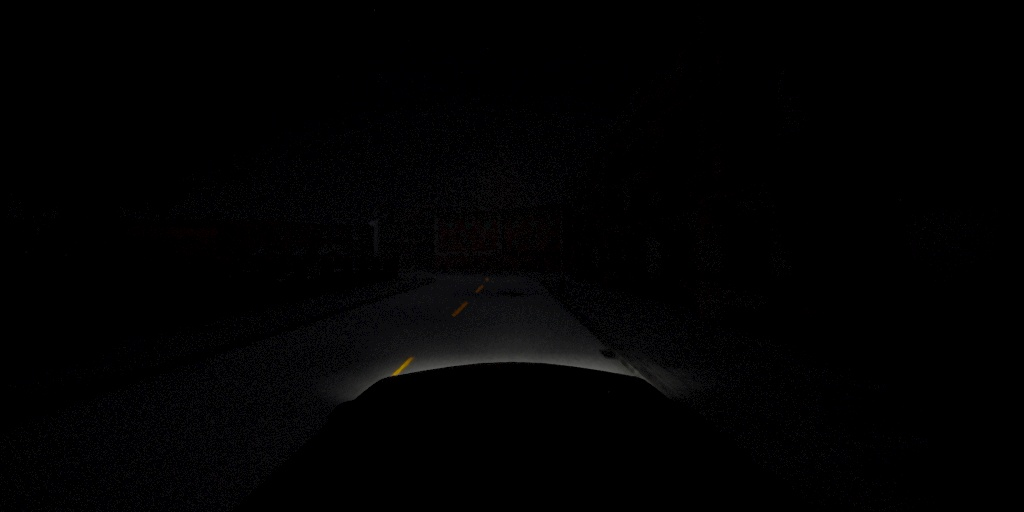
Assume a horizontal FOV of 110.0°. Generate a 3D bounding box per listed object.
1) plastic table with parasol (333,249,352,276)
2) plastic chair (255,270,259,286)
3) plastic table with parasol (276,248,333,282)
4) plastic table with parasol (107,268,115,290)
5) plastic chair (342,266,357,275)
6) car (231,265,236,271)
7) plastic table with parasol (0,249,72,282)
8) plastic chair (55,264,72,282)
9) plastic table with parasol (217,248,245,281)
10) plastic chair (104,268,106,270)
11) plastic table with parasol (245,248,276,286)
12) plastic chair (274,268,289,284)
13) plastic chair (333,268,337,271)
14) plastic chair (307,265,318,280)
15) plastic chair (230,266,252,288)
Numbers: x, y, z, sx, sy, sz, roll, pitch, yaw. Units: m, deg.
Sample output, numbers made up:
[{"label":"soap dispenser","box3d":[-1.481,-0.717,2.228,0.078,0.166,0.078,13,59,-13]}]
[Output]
[{"label":"plastic table with parasol","box3d":[-13.266,0.737,26.875,2.482,2.480,2.482,0,0,0]},{"label":"plastic chair","box3d":[-16.185,1.338,23.472,0.750,1.272,0.730,0,0,-40]},{"label":"plastic table with parasol","box3d":[-13.050,0.737,22.525,2.482,2.480,2.482,0,0,-40]},{"label":"plastic table with parasol","box3d":[-20.513,0.677,20.163,2.482,2.480,2.482,0,0,-38]},{"label":"plastic chair","box3d":[-12.013,1.341,26.775,0.730,1.272,0.750,0,0,0]},{"label":"car","box3d":[-30.482,1.104,36.125,4.553,1.767,2.097,0,0,1]},{"label":"plastic table with parasol","box3d":[-35.052,0.703,26.515,2.482,2.480,2.482,0,0,-40]},{"label":"plastic chair","box3d":[-34.045,1.289,27.251,0.730,1.272,0.750,0,0,-40]},{"label":"plastic table with parasol","box3d":[-15.697,0.737,18.700,2.482,2.480,2.482,0,0,-40]},{"label":"plastic chair","box3d":[-21.409,1.260,19.462,0.730,1.272,0.750,0,0,-38]},{"label":"plastic table with parasol","box3d":[-16.916,0.706,24.474,2.482,2.480,2.482,0,0,-40]},{"label":"plastic chair","box3d":[-14.025,1.341,21.625,0.730,1.272,0.750,0,0,-35]},{"label":"plastic chair","box3d":[-12.028,1.341,23.260,0.730,1.272,0.750,0,0,-40]},{"label":"plastic chair","box3d":[-12.319,1.341,21.525,0.750,1.272,0.730,0,0,-40]},{"label":"plastic chair","box3d":[-14.675,1.341,19.435,0.730,1.272,0.750,0,0,-40]}]
